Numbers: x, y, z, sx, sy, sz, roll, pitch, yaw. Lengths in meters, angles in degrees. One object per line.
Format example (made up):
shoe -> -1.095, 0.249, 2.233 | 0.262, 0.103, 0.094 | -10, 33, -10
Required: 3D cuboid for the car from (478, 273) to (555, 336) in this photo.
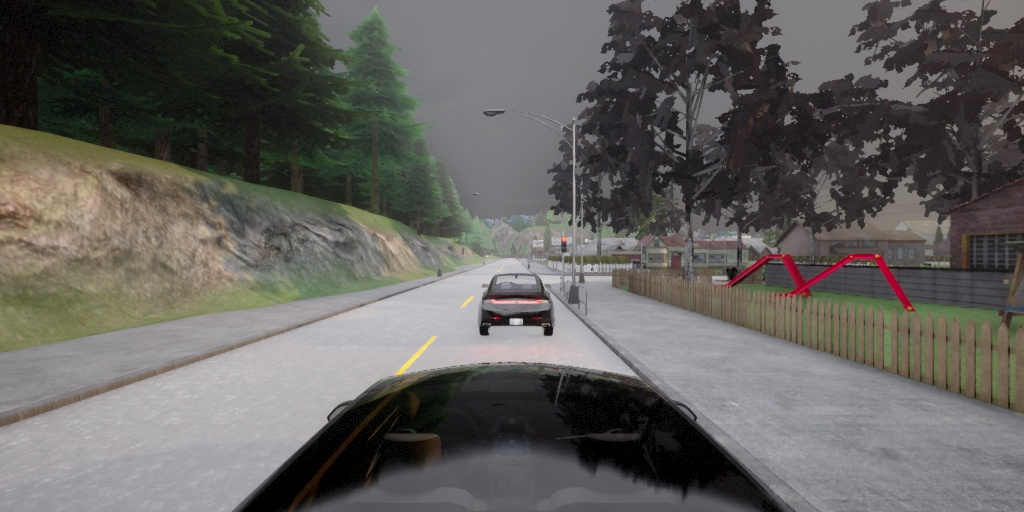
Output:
car -> 0.125, 1.242, 10.364 | 2.128, 1.511, 4.902 | 0, 0, 1
